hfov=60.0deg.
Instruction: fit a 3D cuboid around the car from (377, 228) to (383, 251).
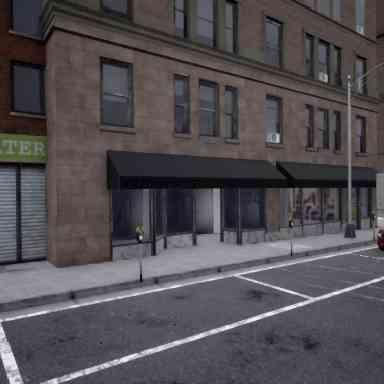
[{"bbox_3d":[8.926,1.541,12.923,4.507,1.381,1.887,0,-1,-36],"label":"car"}]
